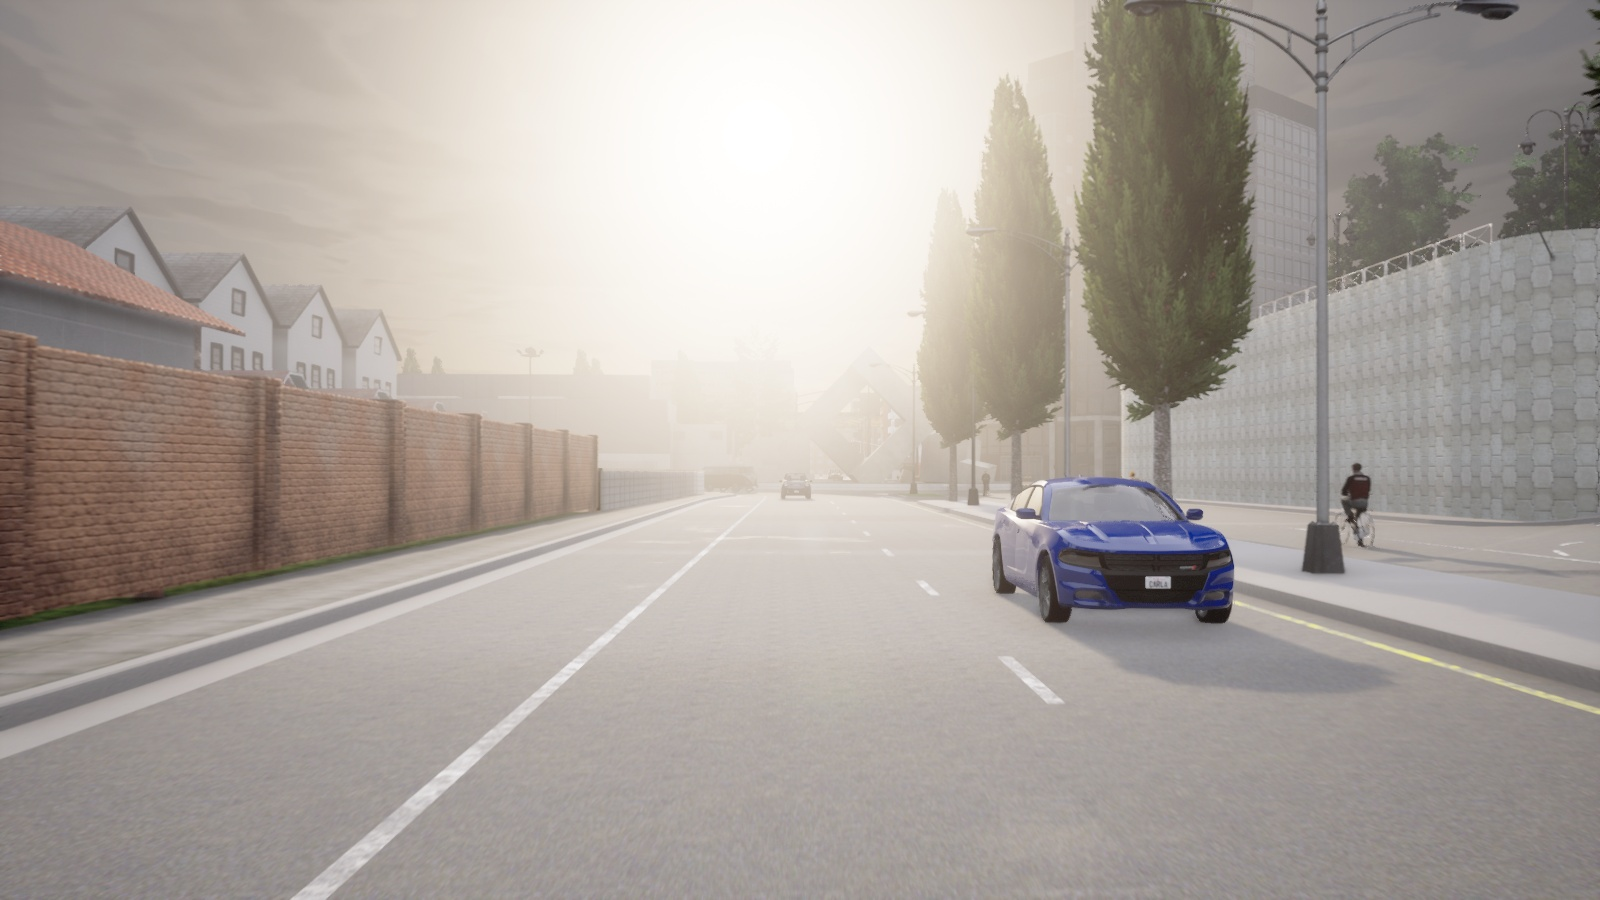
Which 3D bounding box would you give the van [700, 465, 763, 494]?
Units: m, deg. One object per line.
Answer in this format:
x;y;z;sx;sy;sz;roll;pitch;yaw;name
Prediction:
-4.914;2.088;89.681;4.442;1.987;1.775;-1;-1;40;van

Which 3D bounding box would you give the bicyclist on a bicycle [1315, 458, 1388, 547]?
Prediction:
11.433;1.054;26.089;0.659;1.776;1.843;-1;-1;0;bicyclist on a bicycle

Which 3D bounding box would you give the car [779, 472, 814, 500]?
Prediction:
-0.215;2.009;70.445;1.845;1.501;3.633;0;-1;-1;car

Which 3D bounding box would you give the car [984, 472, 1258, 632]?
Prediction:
3.464;1.023;14.628;1.882;1.535;5.008;0;-1;0;car
